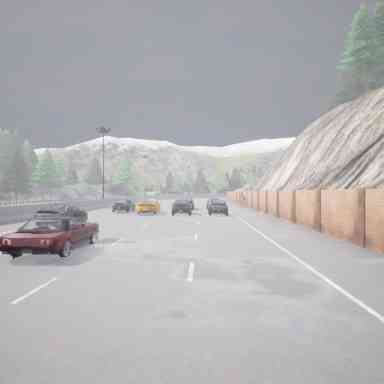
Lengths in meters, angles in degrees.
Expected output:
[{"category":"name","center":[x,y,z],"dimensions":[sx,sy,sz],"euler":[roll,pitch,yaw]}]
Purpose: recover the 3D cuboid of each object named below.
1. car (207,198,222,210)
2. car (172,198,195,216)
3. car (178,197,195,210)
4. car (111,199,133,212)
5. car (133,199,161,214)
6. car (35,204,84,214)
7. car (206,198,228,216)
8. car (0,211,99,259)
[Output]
[{"category":"car","center":[2.834,1.525,43.227],"dimensions":[1.812,1.442,4.674],"euler":[0,0,2]},{"category":"car","center":[-0.970,1.505,33.034],"dimensions":[1.837,1.490,4.892],"euler":[0,0,1]},{"category":"car","center":[-0.659,1.477,43.474],"dimensions":[1.882,1.535,5.008],"euler":[0,0,2]},{"category":"car","center":[-7.820,1.526,38.191],"dimensions":[1.812,1.442,4.674],"euler":[0,0,2]},{"category":"car","center":[-4.420,1.477,34.704],"dimensions":[1.882,1.535,5.008],"euler":[0,0,2]},{"category":"car","center":[-8.319,1.491,21.458],"dimensions":[2.128,1.511,4.902],"euler":[0,0,2]},{"category":"car","center":[2.524,1.491,32.784],"dimensions":[2.128,1.511,4.902],"euler":[0,0,2]},{"category":"car","center":[-5.084,1.601,12.629],"dimensions":[1.895,1.301,4.718],"euler":[0,0,2]}]
